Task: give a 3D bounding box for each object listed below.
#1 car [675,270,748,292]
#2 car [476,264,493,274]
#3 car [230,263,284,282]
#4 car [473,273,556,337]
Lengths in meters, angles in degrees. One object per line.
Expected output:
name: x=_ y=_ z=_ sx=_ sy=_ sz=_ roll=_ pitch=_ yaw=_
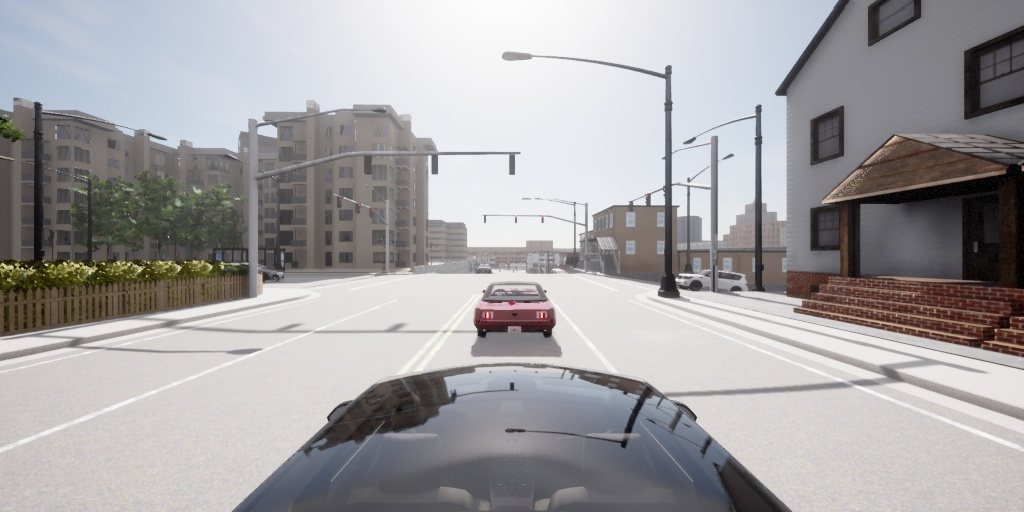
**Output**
car: x=16.765 y=2.162 z=30.147 sx=5.566 sy=2.045 sz=2.150 roll=9 pitch=0 yaw=1
car: x=-3.587 y=1.774 z=46.901 sx=1.812 sy=1.442 sz=4.674 roll=0 pitch=-4 yaw=0
car: x=-19.810 y=1.242 z=26.931 sx=4.902 sy=1.511 sz=2.128 roll=0 pitch=0 yaw=1
car: x=0.076 y=1.351 z=10.218 sx=1.895 sy=1.301 sz=4.718 roll=0 pitch=0 yaw=0
